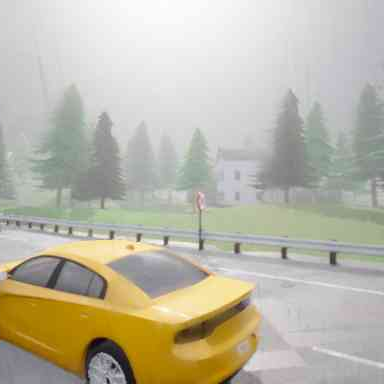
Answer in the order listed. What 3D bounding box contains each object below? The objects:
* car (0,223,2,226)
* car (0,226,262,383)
[{"bbox_3d":[-10.706,1.570,14.878,4.718,1.301,1.895,0,0,31],"label":"car"},{"bbox_3d":[-1.503,1.468,4.894,5.008,1.535,1.882,0,0,34],"label":"car"}]
